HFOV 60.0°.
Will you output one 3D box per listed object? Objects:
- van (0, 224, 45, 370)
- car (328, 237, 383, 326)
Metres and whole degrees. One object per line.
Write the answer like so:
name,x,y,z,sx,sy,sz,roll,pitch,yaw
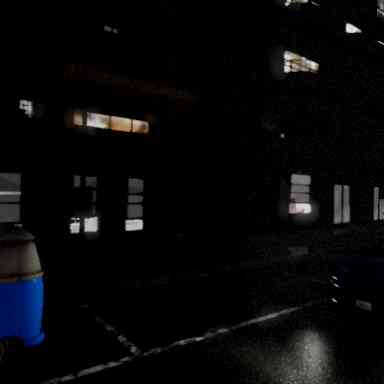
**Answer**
van,-3.829,1.324,3.829,3.998,1.788,1.690,1,1,-35
car,4.764,1.540,6.726,5.008,1.535,1.882,1,0,-35
